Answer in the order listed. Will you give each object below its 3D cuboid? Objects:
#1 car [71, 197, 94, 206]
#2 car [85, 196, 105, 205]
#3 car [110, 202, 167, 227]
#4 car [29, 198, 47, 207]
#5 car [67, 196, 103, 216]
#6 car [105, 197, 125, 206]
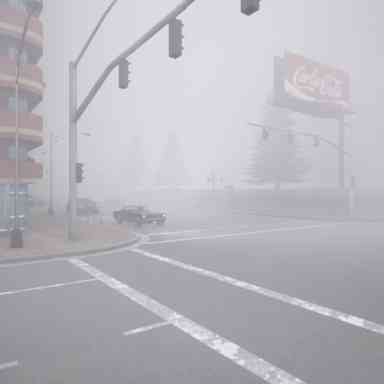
[{"bbox_3d":[-18.290,1.546,55.324,2.033,1.411,5.357,0,0,-36],"label":"car"},{"bbox_3d":[-17.671,1.524,60.424,1.812,1.442,4.674,0,0,-37],"label":"car"},{"bbox_3d":[-3.659,1.600,22.856,1.895,1.301,4.718,0,0,-36],"label":"car"},{"bbox_3d":[-23.190,1.564,49.947,1.994,1.385,4.181,0,0,-35],"label":"car"},{"bbox_3d":[-10.659,1.355,32.521,2.097,1.767,4.553,0,0,-36],"label":"car"},{"bbox_3d":[-12.320,1.503,53.046,1.837,1.490,4.892,0,0,-36],"label":"car"}]
